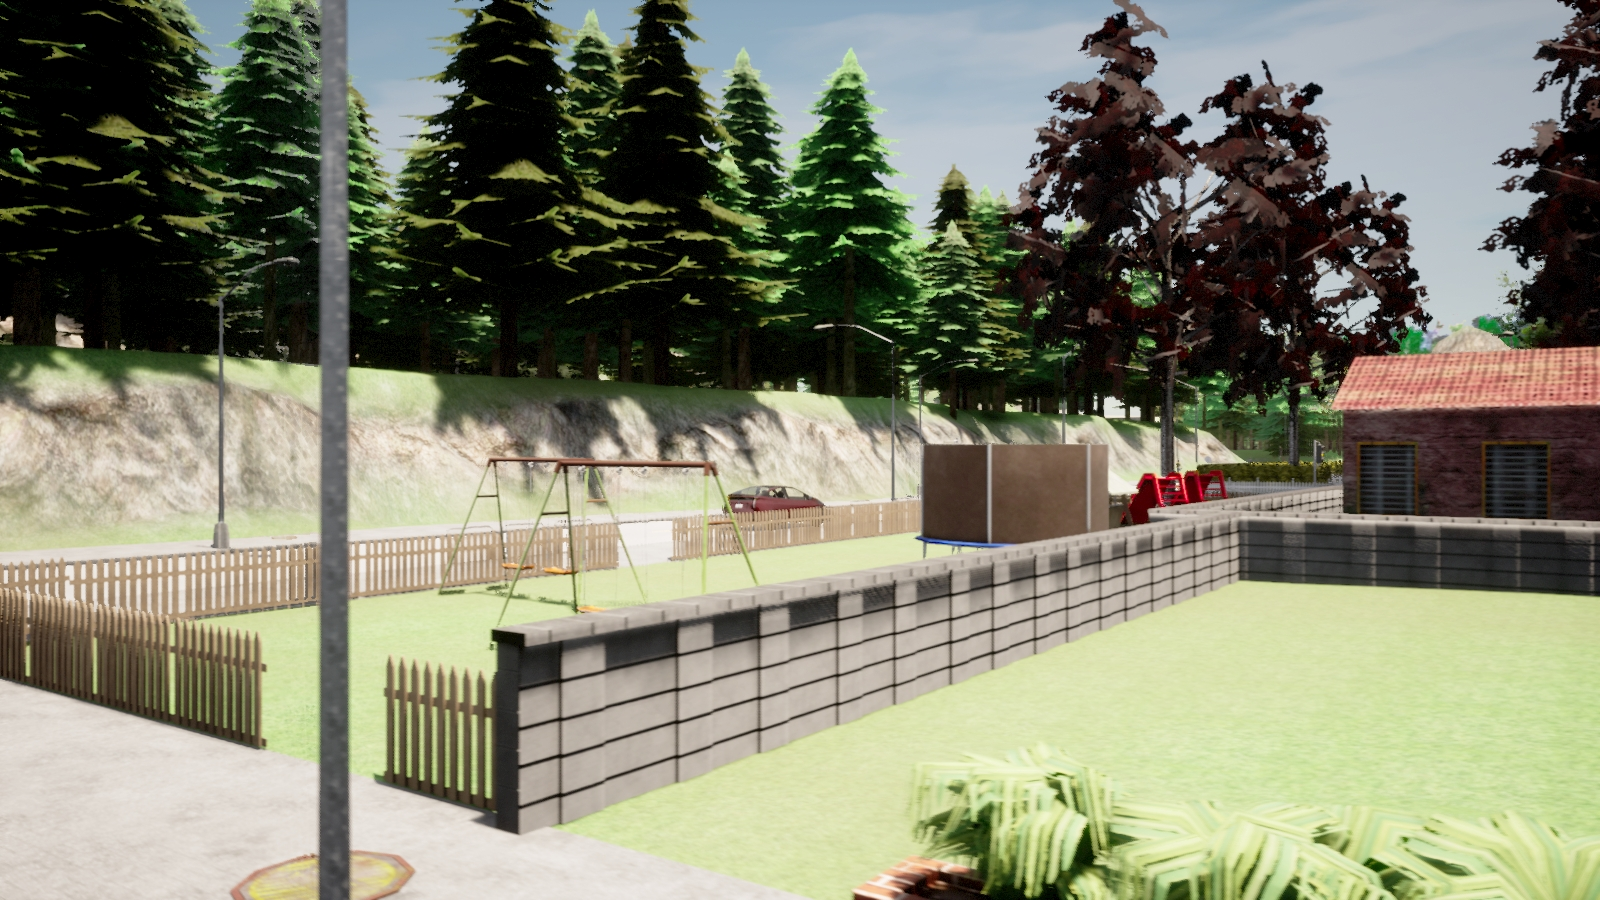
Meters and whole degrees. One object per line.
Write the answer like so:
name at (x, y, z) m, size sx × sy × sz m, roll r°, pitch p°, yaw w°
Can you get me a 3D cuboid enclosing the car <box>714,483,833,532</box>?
car at (-0.893, 2.040, 41.466) m, size 2.007 × 1.525 × 4.514 m, roll 0°, pitch 0°, yaw 35°
